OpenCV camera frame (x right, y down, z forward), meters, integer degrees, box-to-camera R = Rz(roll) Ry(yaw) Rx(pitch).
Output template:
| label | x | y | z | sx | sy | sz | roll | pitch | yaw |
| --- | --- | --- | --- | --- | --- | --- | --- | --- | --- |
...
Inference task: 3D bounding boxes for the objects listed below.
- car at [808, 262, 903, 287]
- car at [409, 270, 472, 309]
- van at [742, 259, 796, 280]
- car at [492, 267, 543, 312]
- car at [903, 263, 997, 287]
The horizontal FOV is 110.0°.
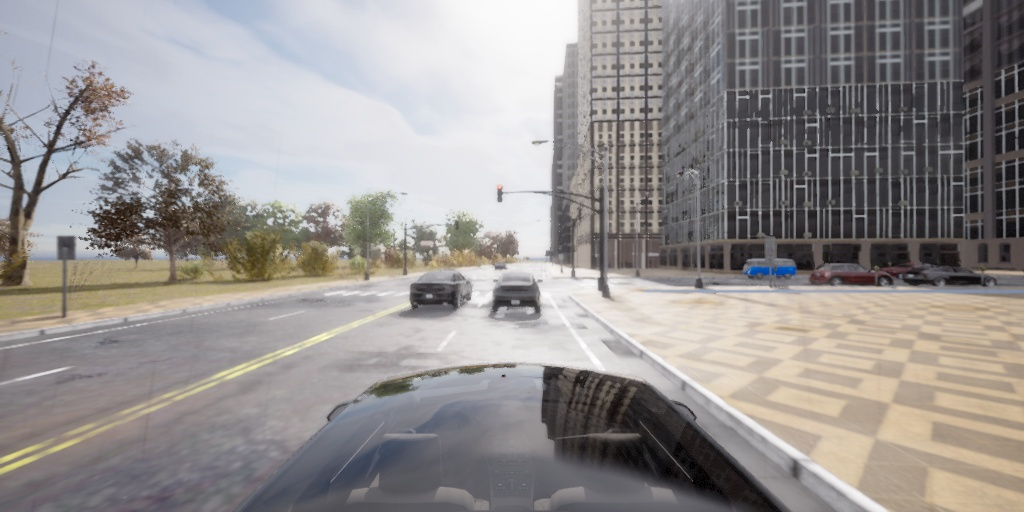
| label | x | y | z | sx | sy | sz | roll | pitch | yaw |
| --- | --- | --- | --- | --- | --- | --- | --- | --- | --- |
| car | 21.902 | 1.212 | 23.194 | 4.097 | 1.591 | 1.967 | 0 | 0 | 5 |
| car | -2.978 | 1.372 | 15.886 | 1.882 | 1.535 | 5.008 | 0 | 0 | 3 |
| van | 22.737 | 1.167 | 31.777 | 3.998 | 1.789 | 1.690 | 0 | 0 | 5 |
| car | 0.235 | 1.394 | 15.105 | 1.837 | 1.490 | 4.892 | 0 | 0 | 3 |
| car | 27.569 | 1.287 | 22.711 | 4.313 | 1.339 | 1.948 | 0 | 0 | 5 |
